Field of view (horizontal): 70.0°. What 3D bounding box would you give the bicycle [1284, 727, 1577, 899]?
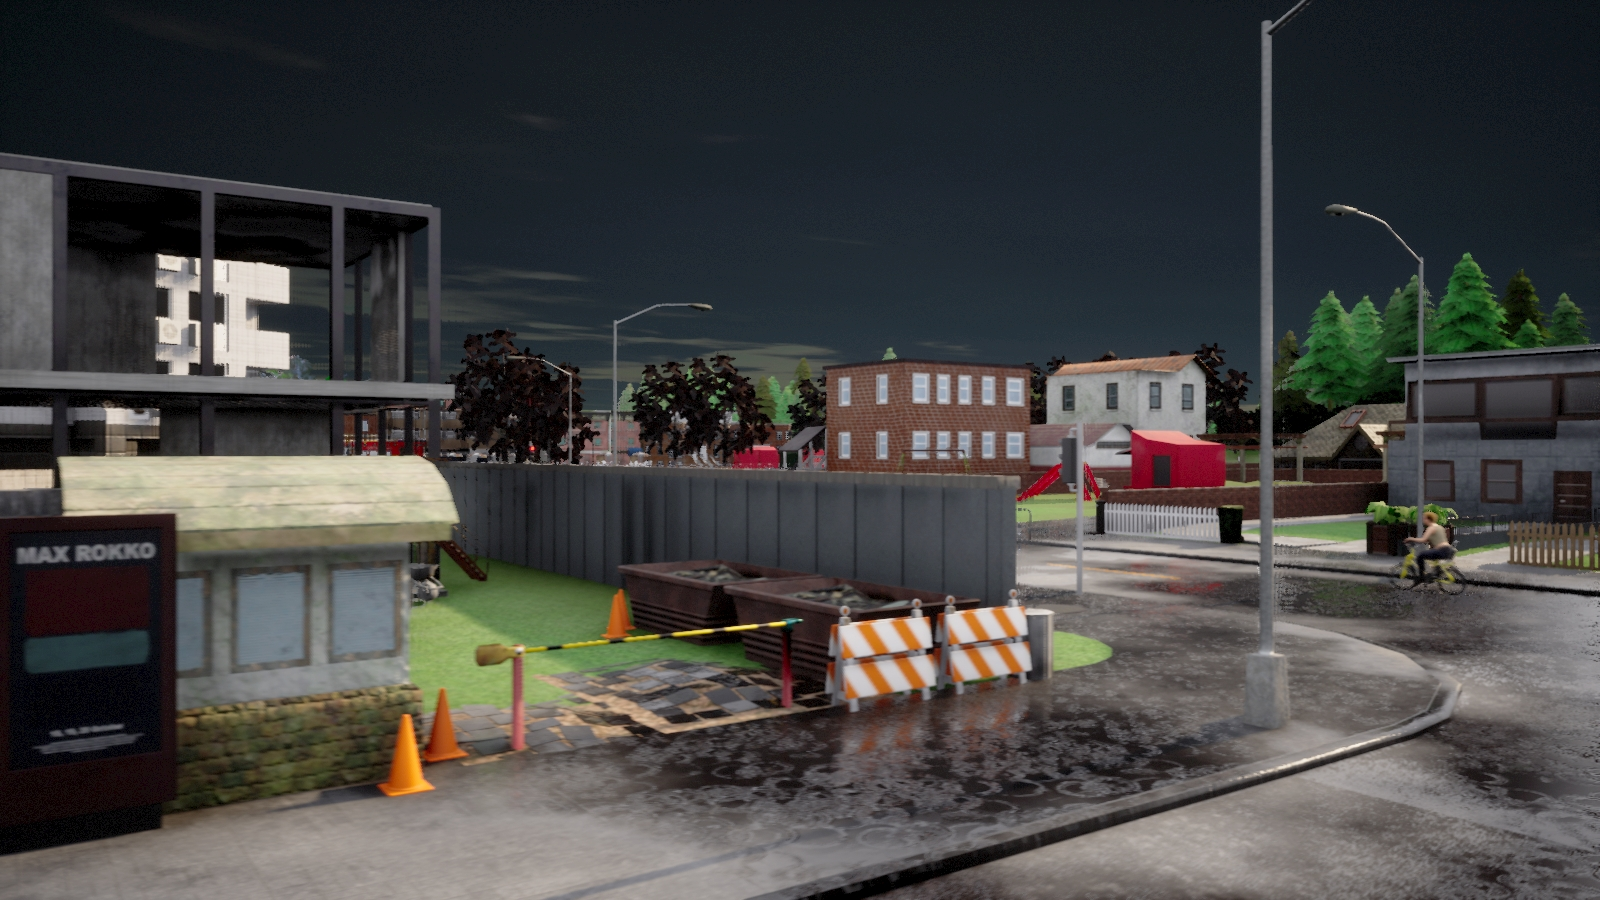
[{"bbox_3d":[2.707,2.059,4.816,1.835,1.471,0.329,1,0,-36],"label":"bicycle"}]
